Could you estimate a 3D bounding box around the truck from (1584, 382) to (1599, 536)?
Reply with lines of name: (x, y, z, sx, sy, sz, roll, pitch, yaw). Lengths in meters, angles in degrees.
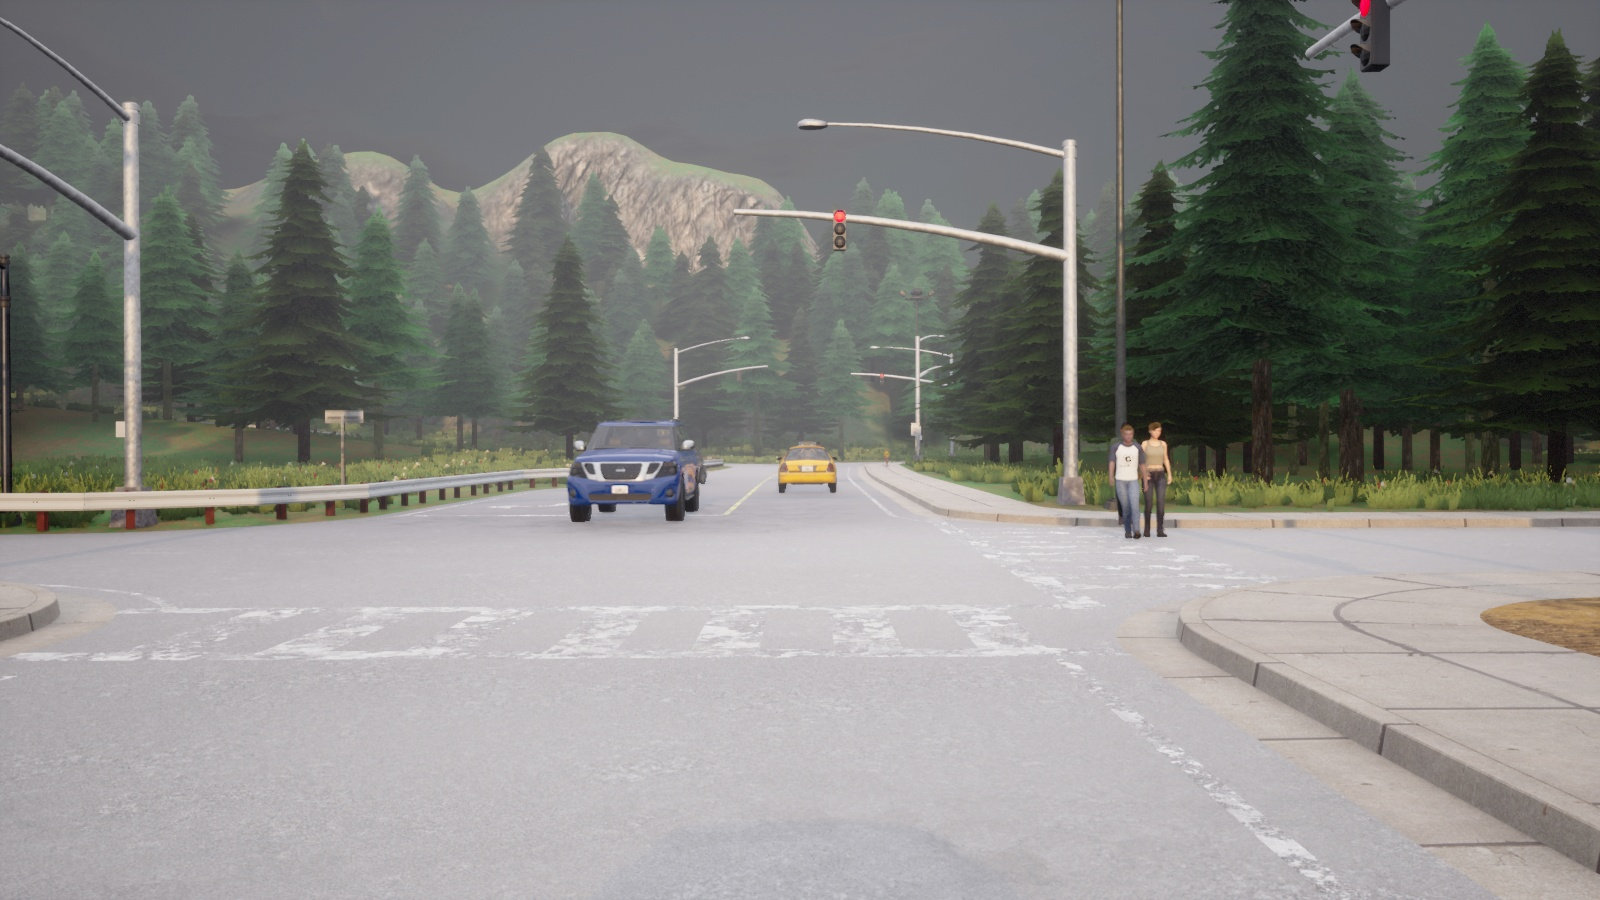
truck: (15.397, 0.143, 19.161, 5.204, 2.467, 2.627, 0, 0, 1)

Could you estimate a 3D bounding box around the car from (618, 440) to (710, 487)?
car: (-4.893, 0.447, 45.648, 1.851, 1.617, 3.988, 0, 0, 18)

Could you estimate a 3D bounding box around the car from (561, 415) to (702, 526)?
car: (-3.341, 0.359, 26.047, 2.150, 2.045, 5.566, 0, 0, 0)

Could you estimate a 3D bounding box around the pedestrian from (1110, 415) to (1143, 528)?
pedestrian: (5.747, 0.377, 22.107, 0.423, 1.949, 0.788, 0, 0, 5)

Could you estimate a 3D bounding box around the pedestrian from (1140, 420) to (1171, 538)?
pedestrian: (5.620, 0.456, 19.866, 0.345, 1.836, 0.594, 0, 0, 3)

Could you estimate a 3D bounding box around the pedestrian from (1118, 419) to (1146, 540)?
pedestrian: (5.120, 0.450, 19.382, 0.354, 1.836, 0.706, 0, 0, 10)

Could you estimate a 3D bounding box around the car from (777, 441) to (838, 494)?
car: (0.233, 0.497, 39.802, 1.801, 1.575, 5.366, 0, 0, 0)
